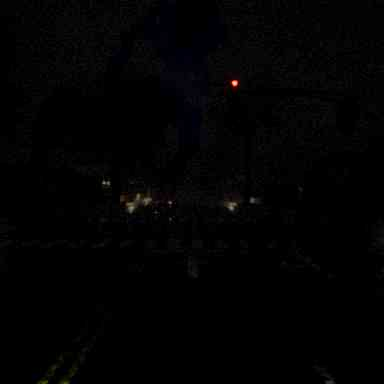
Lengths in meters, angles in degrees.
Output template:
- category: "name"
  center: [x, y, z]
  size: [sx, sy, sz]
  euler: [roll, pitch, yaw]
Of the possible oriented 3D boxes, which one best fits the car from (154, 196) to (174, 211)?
- category: "car"
  center: [-3.241, 1.220, 39.588]
  size: [2.097, 1.767, 4.553]
  euler: [0, 0, 0]
